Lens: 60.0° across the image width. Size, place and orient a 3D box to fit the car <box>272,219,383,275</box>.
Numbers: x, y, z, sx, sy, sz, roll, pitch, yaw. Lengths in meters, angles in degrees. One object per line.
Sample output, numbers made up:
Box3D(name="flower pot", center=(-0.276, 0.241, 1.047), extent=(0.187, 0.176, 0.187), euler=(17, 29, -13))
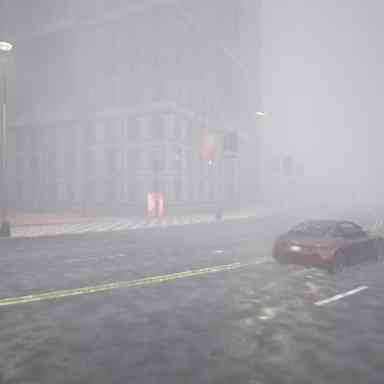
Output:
Box3D(name="car", center=(4.434, 1.551, 10.588), extent=(4.181, 1.385, 1.994), euler=(0, 0, -40))
